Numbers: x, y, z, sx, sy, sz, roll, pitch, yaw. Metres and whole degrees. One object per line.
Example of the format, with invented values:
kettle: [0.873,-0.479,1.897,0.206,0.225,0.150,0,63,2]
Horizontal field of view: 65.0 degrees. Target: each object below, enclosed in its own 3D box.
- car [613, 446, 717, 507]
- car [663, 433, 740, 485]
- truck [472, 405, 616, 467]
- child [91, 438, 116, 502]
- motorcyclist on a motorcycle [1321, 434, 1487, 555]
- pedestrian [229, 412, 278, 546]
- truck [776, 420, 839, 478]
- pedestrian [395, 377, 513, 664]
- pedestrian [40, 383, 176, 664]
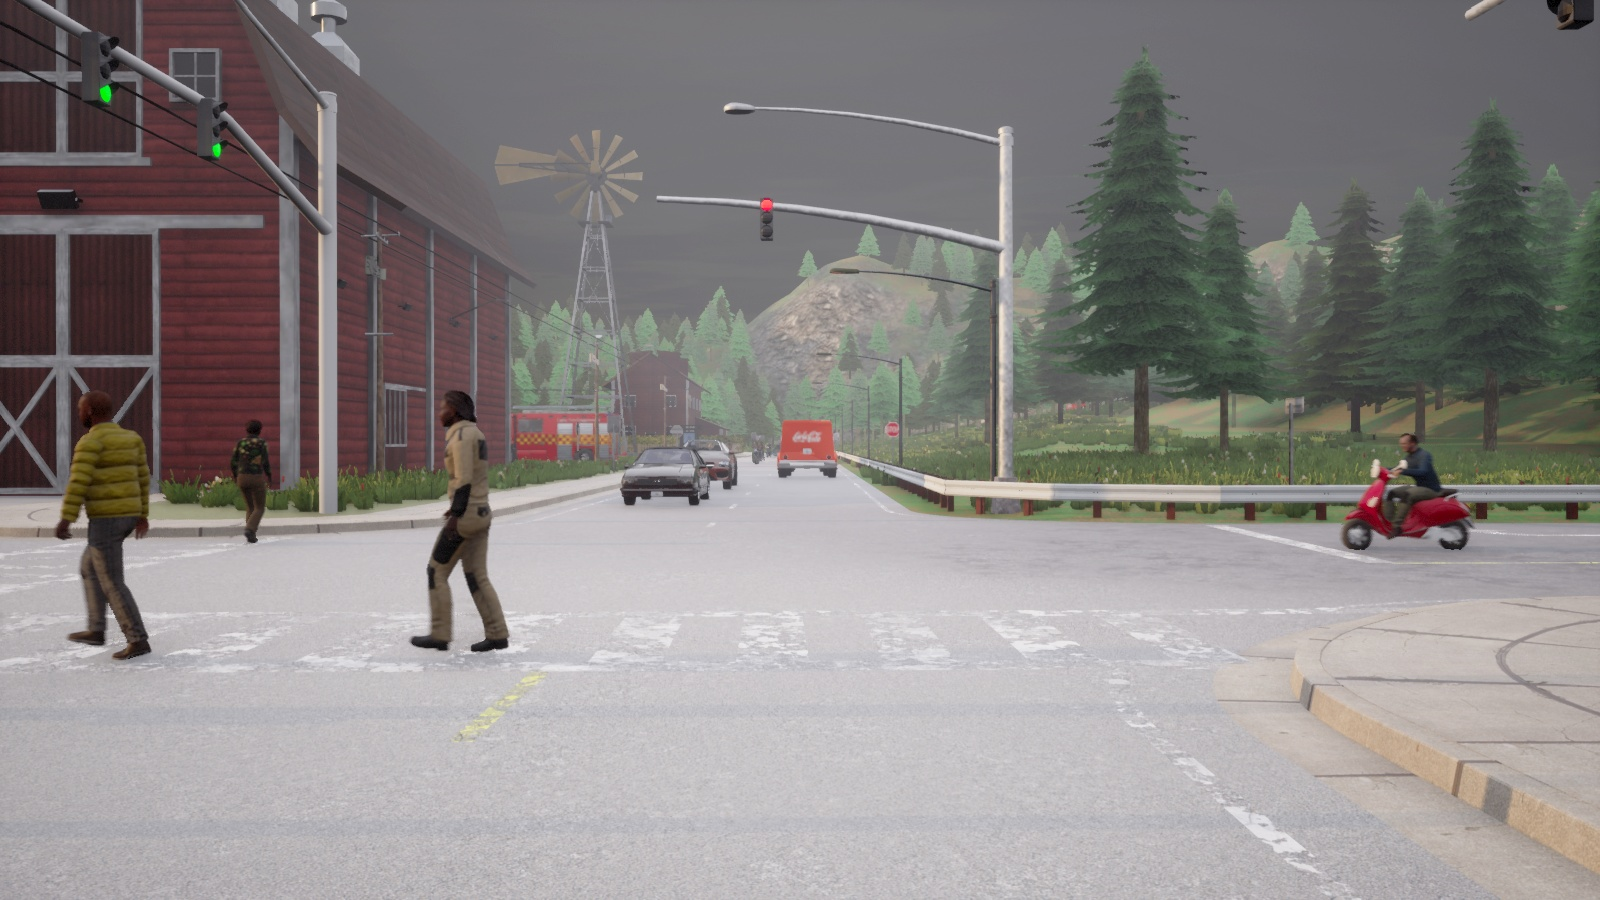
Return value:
car: [-3.308,0.611,31.870,2.033,1.411,5.357,0,0,0]
car: [-3.251,0.283,42.350,2.152,1.651,5.027,0,0,0]
truck: [-16.138,-0.880,79.596,8.468,3.827,2.891,0,0,3]
child: [-13.768,0.390,24.828,0.270,1.263,0.437,0,0,-6]
motorcyclist on a motorcycle: [8.152,0.584,17.002,1.817,1.590,0.866,0,0,-1]
pedestrian: [-8.011,0.411,18.428,0.395,1.930,0.692,0,0,3]
truck: [0.321,-0.053,55.215,2.627,2.467,5.204,0,0,0]
pedestrian: [-2.383,0.476,8.670,0.692,1.930,0.396,0,0,4]
pedestrian: [-4.655,0.480,8.460,0.726,1.835,0.370,0,0,11]
